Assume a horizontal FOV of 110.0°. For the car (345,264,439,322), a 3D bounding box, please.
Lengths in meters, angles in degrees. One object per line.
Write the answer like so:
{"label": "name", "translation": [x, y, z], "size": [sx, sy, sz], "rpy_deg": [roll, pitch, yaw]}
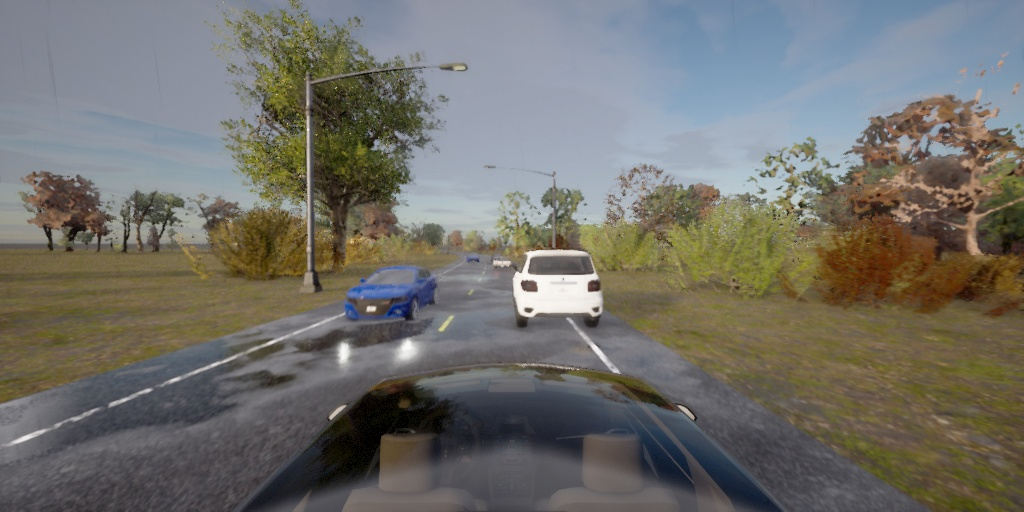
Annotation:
{"label": "car", "translation": [-3.717, 1.070, 11.861], "size": [1.882, 1.535, 5.008], "rpy_deg": [0, 1, -1]}

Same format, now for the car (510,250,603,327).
{"label": "car", "translation": [1.144, 0.826, 10.994], "size": [2.150, 2.045, 5.566], "rpy_deg": [0, 1, -1]}

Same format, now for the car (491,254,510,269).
{"label": "car", "translation": [-1.123, 0.720, 39.359], "size": [1.895, 1.301, 4.718], "rpy_deg": [0, 1, -3]}

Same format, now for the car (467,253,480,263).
{"label": "car", "translation": [-5.953, 0.316, 55.375], "size": [1.882, 1.535, 5.008], "rpy_deg": [0, 1, -4]}
